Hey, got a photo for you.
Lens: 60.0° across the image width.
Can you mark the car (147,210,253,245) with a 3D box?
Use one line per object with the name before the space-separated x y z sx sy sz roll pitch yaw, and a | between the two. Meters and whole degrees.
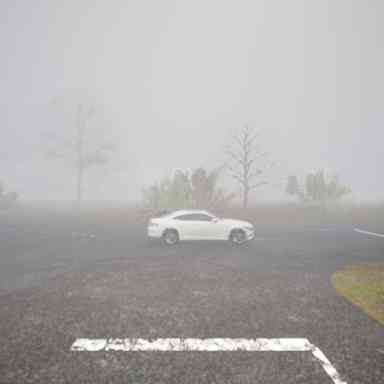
car | 0.356 1.531 14.890 4.674 1.442 1.812 0 0 -1
